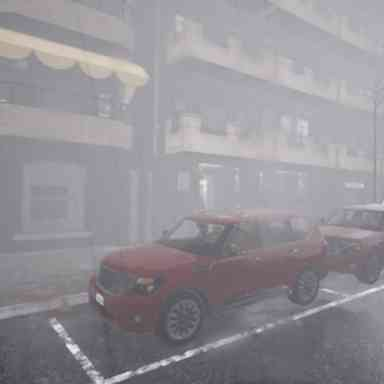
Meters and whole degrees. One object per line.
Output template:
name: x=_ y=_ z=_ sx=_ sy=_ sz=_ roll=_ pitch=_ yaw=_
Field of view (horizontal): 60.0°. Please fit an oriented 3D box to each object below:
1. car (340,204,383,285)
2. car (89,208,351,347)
car: x=5.154 y=1.305 z=9.742 sx=5.009 sy=1.841 sz=2.192 roll=0 pitch=1 yaw=-35
car: x=0.651 y=1.311 z=6.532 sx=5.009 sy=1.841 sz=2.192 roll=0 pitch=1 yaw=-35
